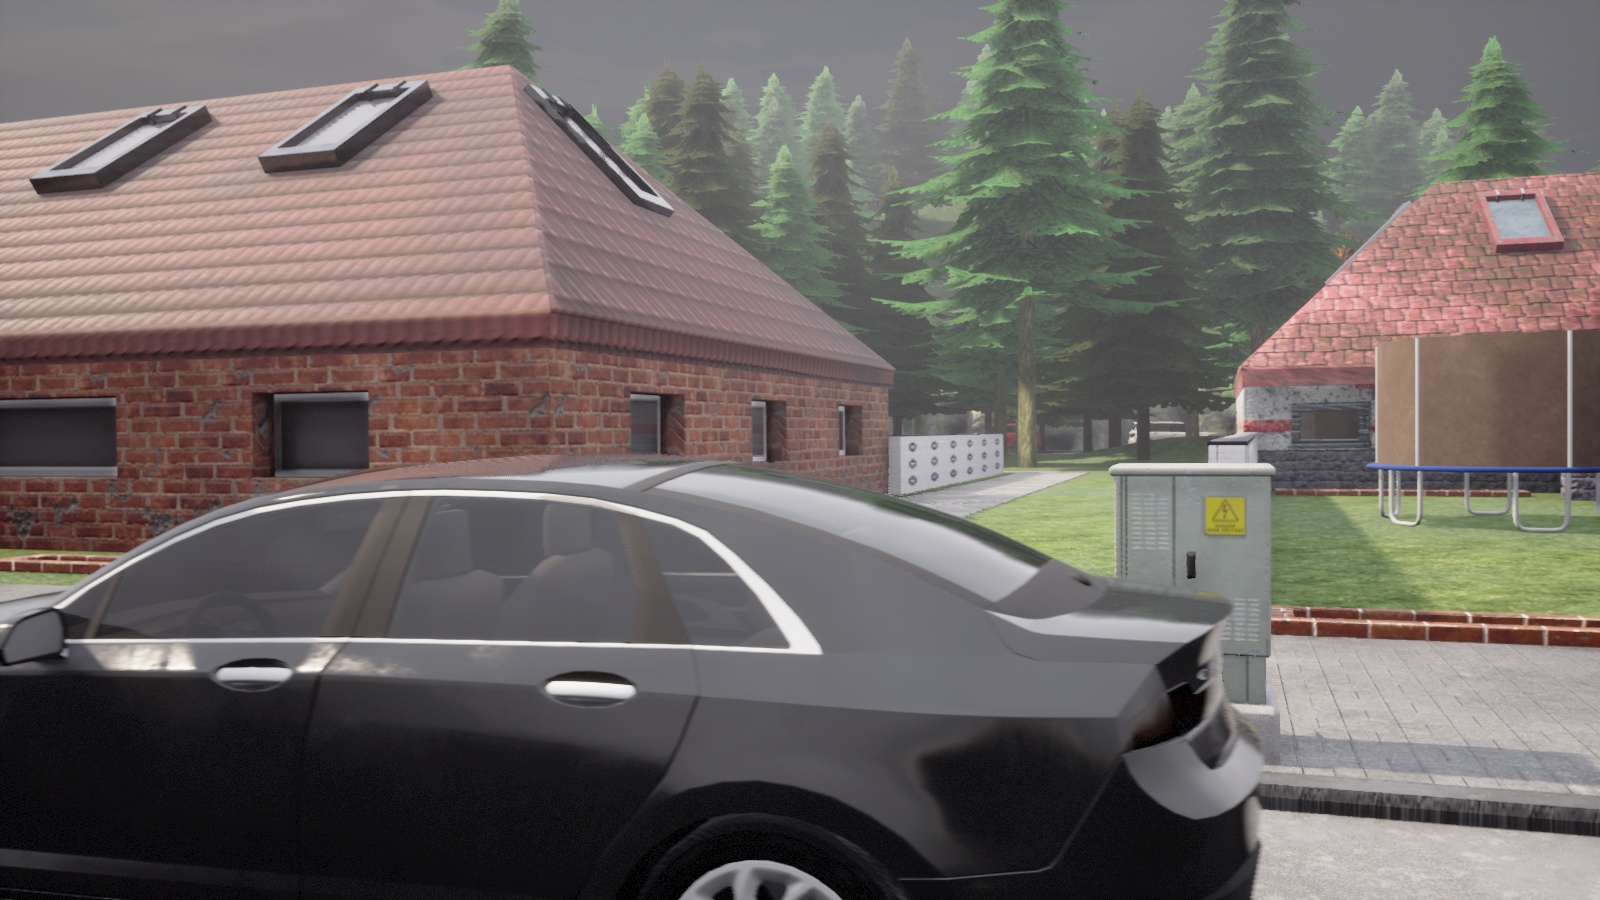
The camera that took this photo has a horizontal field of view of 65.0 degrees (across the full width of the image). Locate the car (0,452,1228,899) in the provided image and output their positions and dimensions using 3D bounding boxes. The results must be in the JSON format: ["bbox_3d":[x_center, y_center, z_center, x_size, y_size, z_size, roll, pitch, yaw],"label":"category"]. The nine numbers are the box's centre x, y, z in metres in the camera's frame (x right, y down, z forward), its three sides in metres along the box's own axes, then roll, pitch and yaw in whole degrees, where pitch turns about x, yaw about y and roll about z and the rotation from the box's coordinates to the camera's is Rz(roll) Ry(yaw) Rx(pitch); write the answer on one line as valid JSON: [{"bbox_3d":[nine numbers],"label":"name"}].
[{"bbox_3d":[-1.186,0.777,4.119,4.892,1.490,1.837,0,1,19],"label":"car"}]

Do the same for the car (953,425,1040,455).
[{"bbox_3d":[13.434,-0.700,85.891,5.566,2.045,2.150,0,1,19],"label":"car"}]

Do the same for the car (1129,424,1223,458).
[{"bbox_3d":[23.448,-0.605,78.300,5.566,2.045,2.150,1,1,19],"label":"car"}]
